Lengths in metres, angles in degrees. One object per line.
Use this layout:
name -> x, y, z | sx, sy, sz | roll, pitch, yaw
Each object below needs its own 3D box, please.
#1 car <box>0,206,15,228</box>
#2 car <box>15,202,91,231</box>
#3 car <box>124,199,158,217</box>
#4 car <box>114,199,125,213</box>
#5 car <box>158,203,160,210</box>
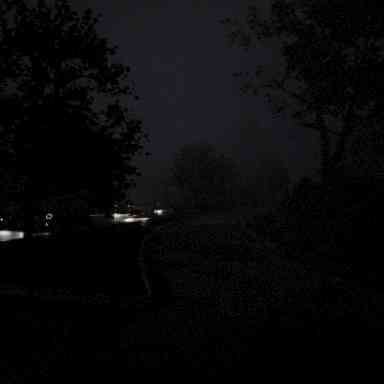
car -> -11.393, 1.594, 22.734 | 1.837, 1.490, 4.892 | 0, 0, 17
car -> -8.488, 1.440, 21.274 | 2.097, 1.767, 4.553 | 0, -1, 17
car -> -5.244, 1.742, 34.947 | 1.882, 1.535, 5.008 | 0, -1, 5
car -> -8.225, 1.659, 40.921 | 2.097, 1.767, 4.553 | 0, 0, -3
car -> -5.908, 1.801, 49.318 | 1.882, 1.535, 5.008 | 0, 0, -12
